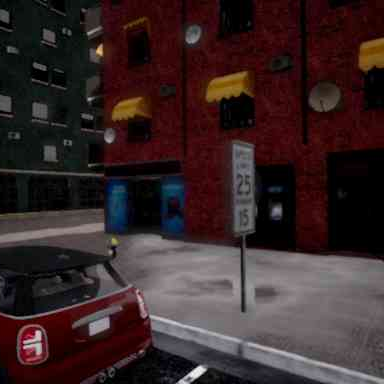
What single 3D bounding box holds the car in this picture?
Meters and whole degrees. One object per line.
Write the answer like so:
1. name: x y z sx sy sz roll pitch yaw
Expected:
1. car: -2.578 1.487 4.714 4.097 1.590 1.967 -1 -1 35
